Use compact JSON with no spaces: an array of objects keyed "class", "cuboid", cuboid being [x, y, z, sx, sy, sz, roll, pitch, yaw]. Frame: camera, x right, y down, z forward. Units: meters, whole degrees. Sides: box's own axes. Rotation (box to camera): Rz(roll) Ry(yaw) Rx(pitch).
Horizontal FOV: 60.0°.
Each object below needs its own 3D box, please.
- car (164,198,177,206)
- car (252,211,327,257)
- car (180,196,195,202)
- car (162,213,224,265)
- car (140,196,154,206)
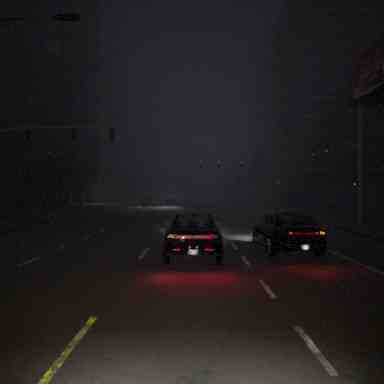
[{"class":"car","cuboid":[-3.580,1.566,54.634,1.895,1.301,4.718,0,0,1]},{"class":"car","cuboid":[3.559,1.495,12.825,1.837,1.490,4.892,0,0,0]},{"class":"car","cuboid":[-1.139,1.517,76.587,1.895,1.301,4.718,0,0,-27]},{"class":"car","cuboid":[0.050,1.481,11.692,2.128,1.511,4.902,0,0,1]},{"class":"car","cuboid":[-7.087,1.471,52.883,1.837,1.490,4.892,0,0,0]}]
